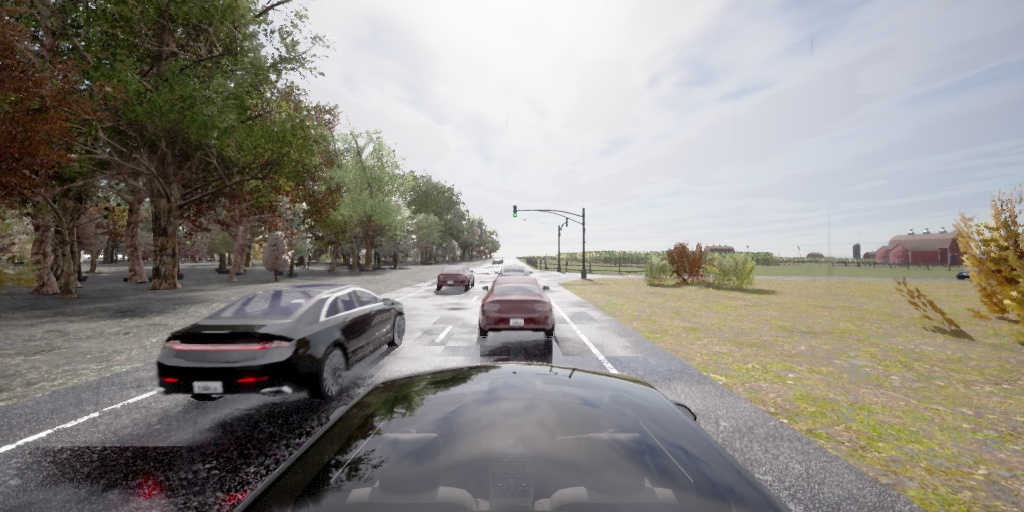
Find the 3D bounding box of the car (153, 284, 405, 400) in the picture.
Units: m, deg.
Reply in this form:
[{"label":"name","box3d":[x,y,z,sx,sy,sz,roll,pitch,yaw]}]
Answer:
[{"label":"car","box3d":[-3.396,1.244,6.429,2.128,1.511,4.902,0,0,0]}]

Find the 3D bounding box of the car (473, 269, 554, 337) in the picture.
[{"label":"car","box3d":[0.112,1.278,10.137,1.812,1.442,4.674,0,0,0]}]

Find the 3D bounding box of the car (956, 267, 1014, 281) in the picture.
[{"label":"car","box3d":[48.945,1.847,37.114,4.181,1.385,1.994,1,-1,0]}]

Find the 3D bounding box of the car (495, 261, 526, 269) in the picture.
[{"label":"car","box3d":[0.105,1.261,19.958,1.837,1.490,4.892,0,0,0]}]

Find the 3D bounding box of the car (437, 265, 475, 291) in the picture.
[{"label":"car","box3d":[-3.389,1.281,22.009,1.812,1.442,4.674,0,0,0]}]
